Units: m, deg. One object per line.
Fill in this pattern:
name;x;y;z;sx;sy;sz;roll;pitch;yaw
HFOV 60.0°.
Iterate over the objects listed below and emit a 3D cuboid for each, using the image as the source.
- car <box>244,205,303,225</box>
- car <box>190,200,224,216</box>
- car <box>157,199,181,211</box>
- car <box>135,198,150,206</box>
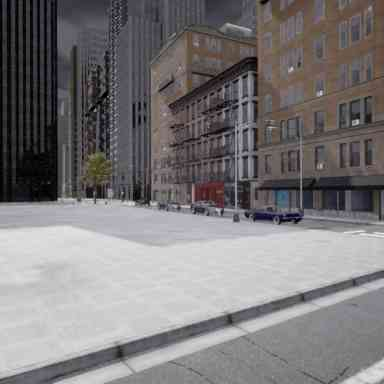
car;6.006;1.686;24.944;1.895;1.301;4.718;0;0;-26
car;1.493;1.630;34.087;2.128;1.511;4.902;0;0;-26
car;-3.055;1.689;43.332;2.128;1.511;4.902;0;0;-26
car;-9.240;1.815;61.931;1.837;1.490;4.892;0;0;-27
